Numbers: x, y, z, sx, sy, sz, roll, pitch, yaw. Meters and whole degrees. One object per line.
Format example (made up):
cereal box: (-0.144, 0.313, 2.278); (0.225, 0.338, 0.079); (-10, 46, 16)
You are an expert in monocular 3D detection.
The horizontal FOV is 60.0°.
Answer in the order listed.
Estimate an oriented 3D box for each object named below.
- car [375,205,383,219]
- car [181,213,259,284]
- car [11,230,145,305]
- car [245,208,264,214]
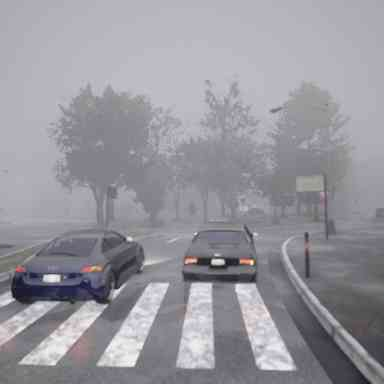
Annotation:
car: (20.685, 2.013, 34.818); (1.882, 1.535, 5.008); (-3, -3, 41)
car: (0.937, 1.574, 9.718); (2.033, 1.411, 5.357); (-1, 0, 8)
car: (-2.504, 1.619, 8.304); (1.994, 1.385, 4.181); (-1, 0, 4)
car: (13.596, 4.239, 72.890); (1.837, 1.490, 4.892); (3, -6, -34)
